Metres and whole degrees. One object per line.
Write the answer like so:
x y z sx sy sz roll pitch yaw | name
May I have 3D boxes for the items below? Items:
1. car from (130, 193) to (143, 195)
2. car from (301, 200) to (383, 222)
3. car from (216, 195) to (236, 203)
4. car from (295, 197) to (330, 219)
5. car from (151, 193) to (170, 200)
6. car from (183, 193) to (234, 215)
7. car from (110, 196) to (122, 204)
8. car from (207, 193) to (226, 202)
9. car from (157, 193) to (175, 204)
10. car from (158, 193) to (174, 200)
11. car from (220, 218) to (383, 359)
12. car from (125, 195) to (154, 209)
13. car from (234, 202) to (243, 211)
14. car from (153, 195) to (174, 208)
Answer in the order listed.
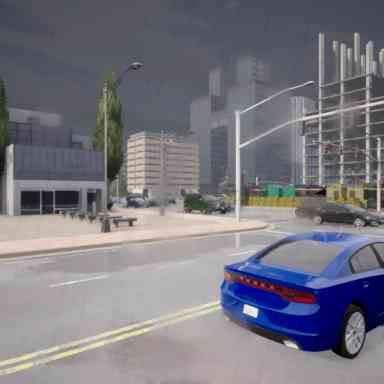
-12.121 1.225 70.345 2.150 2.045 5.566 0 0 -36 | car
10.057 1.506 21.985 1.837 1.490 4.892 0 0 -36 | car
7.037 1.395 69.339 3.806 1.475 1.970 0 0 -38 | car
10.980 1.351 27.534 2.097 1.767 4.553 0 0 -43 | car
-8.451 1.153 89.487 4.605 1.855 1.932 0 0 -38 | car
1.297 1.223 33.979 2.150 2.045 5.566 0 0 -36 | car
-14.667 1.563 61.938 1.812 1.442 4.674 0 0 -36 | car
5.279 1.156 71.640 3.866 1.878 1.905 0 0 -38 | car
-4.959 1.352 60.687 2.097 1.767 4.553 0 0 -36 | car
-6.728 1.156 87.162 3.866 1.878 1.905 0 0 -38 | car
2.744 1.478 6.100 5.008 1.535 1.882 0 0 -38 | car
-7.520 1.526 46.075 1.812 1.442 4.674 0 0 -36 | car
3.526 1.492 36.861 2.128 1.511 4.902 0 0 -36 | car
-4.981 1.564 48.524 1.994 1.385 4.181 0 0 -36 | car
